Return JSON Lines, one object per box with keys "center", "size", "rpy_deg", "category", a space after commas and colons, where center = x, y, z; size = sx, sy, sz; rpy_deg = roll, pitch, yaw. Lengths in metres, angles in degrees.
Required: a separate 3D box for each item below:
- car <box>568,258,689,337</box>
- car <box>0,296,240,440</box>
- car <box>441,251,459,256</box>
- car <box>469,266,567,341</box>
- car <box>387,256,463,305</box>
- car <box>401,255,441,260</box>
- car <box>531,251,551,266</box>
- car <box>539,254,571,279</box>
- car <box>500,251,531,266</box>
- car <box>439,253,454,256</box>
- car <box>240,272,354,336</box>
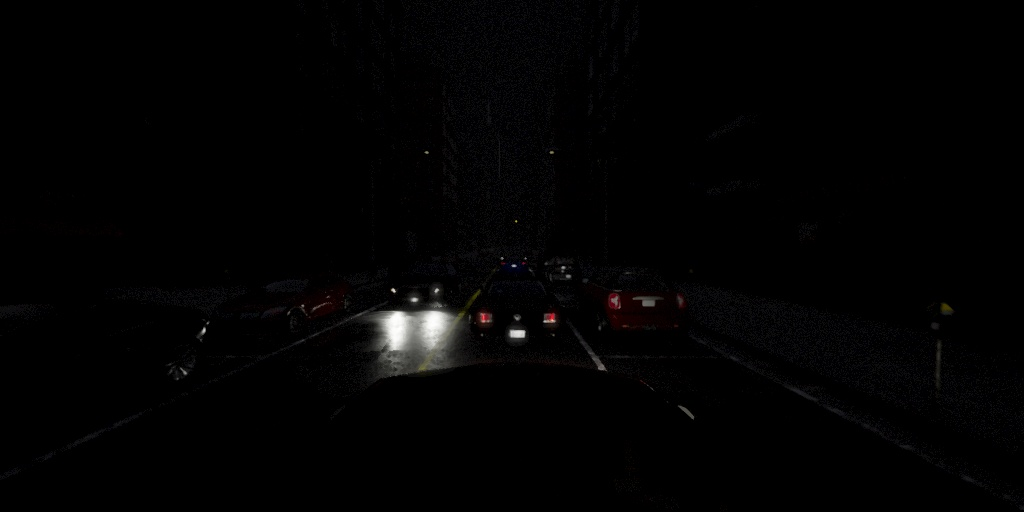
{"center": [2.866, 0.955, 9.466], "size": [1.967, 1.591, 4.097], "rpy_deg": [0, 0, 0], "category": "car"}
{"center": [-5.667, 1.246, 3.979], "size": [1.948, 1.339, 4.313], "rpy_deg": [0, 0, 0], "category": "car"}
{"center": [-5.630, 0.290, 31.473], "size": [1.967, 1.591, 4.097], "rpy_deg": [0, 0, 0], "category": "car"}
{"center": [0.111, 1.129, 9.027], "size": [1.895, 1.301, 4.718], "rpy_deg": [0, 2, 0], "category": "car"}
{"center": [-3.083, 0.925, 13.964], "size": [2.033, 1.411, 5.357], "rpy_deg": [0, 2, 0], "category": "car"}
{"center": [-5.645, 0.747, 20.475], "size": [1.948, 1.339, 4.313], "rpy_deg": [0, 0, 0], "category": "car"}
{"center": [2.895, 0.418, 31.462], "size": [1.948, 1.339, 4.313], "rpy_deg": [0, 0, 0], "category": "car"}
{"center": [2.880, 0.734, 20.464], "size": [2.007, 1.370, 4.403], "rpy_deg": [0, 0, 0], "category": "car"}
{"center": [0.130, 0.579, 25.997], "size": [1.994, 1.385, 4.181], "rpy_deg": [0, 2, 0], "category": "car"}
{"center": [-5.638, 0.597, 25.974], "size": [1.802, 1.307, 4.207], "rpy_deg": [0, 0, 0], "category": "car"}
{"center": [-5.659, 1.095, 9.478], "size": [1.802, 1.307, 4.207], "rpy_deg": [0, 0, 0], "category": "car"}
